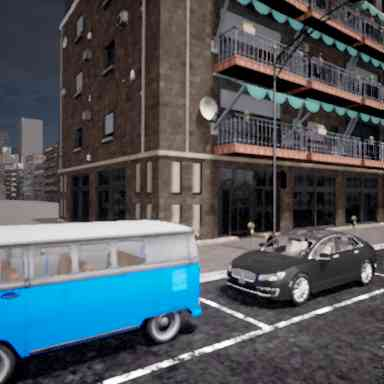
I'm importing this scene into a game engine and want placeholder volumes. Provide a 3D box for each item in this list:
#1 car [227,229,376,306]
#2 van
[{"bbox_3d":[2.803,1.614,8.101,4.403,1.369,2.008,1,0,-36],"label":"car"},{"bbox_3d":[-1.750,1.353,4.853,3.998,1.788,1.690,1,0,-36],"label":"van"}]
